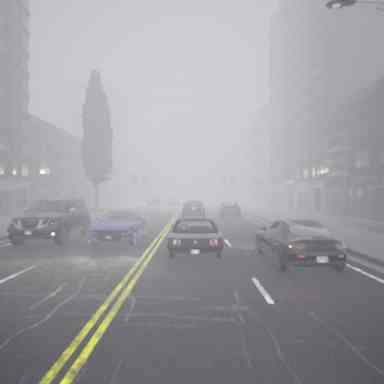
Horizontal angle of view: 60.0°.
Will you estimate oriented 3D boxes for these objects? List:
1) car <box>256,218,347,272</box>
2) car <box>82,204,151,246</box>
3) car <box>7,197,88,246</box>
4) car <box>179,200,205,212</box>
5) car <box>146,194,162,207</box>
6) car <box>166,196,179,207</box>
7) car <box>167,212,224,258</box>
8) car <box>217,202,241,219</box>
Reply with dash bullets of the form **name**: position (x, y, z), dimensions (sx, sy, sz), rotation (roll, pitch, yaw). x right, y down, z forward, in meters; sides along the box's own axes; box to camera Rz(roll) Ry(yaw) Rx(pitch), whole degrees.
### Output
- **car**: position (3.347, 1.577, 10.855), dimensions (1.812, 1.442, 4.674), rotation (0, 0, 0)
- **car**: position (-3.337, 1.549, 15.782), dimensions (1.882, 1.535, 5.008), rotation (0, 0, 0)
- **car**: position (-6.587, 1.293, 16.134), dimensions (2.150, 2.045, 5.566), rotation (0, 0, 0)
- **car**: position (0.125, 1.480, 30.451), dimensions (2.097, 1.767, 4.553), rotation (0, 0, 0)
- **car**: position (-6.495, 1.440, 57.624), dimensions (2.150, 2.045, 5.566), rotation (0, 0, 1)
- **car**: position (-3.249, 1.572, 57.420), dimensions (2.097, 1.767, 4.553), rotation (0, 0, 1)
- **car**: position (0.108, 1.661, 13.005), dimensions (1.895, 1.301, 4.718), rotation (0, 0, 0)
- **car**: position (3.374, 1.621, 30.678), dimensions (2.128, 1.511, 4.902), rotation (0, 0, 0)
